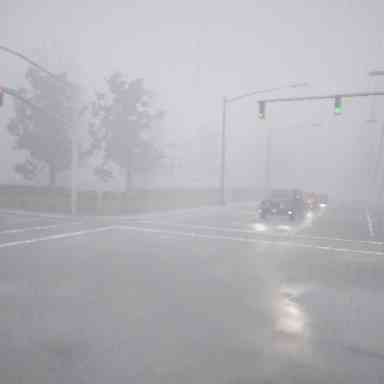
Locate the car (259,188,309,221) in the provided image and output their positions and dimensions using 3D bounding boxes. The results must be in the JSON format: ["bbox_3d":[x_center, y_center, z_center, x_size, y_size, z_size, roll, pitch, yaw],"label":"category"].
[{"bbox_3d":[6.419,0.780,23.241,2.150,2.045,5.566,2,2,27],"label":"car"}]

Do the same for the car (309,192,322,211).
[{"bbox_3d":[10.836,0.777,31.877,2.097,1.767,4.553,2,2,27],"label":"car"}]

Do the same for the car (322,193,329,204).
[{"bbox_3d":[16.627,0.813,43.204,1.994,1.385,4.181,2,2,27],"label":"car"}]
